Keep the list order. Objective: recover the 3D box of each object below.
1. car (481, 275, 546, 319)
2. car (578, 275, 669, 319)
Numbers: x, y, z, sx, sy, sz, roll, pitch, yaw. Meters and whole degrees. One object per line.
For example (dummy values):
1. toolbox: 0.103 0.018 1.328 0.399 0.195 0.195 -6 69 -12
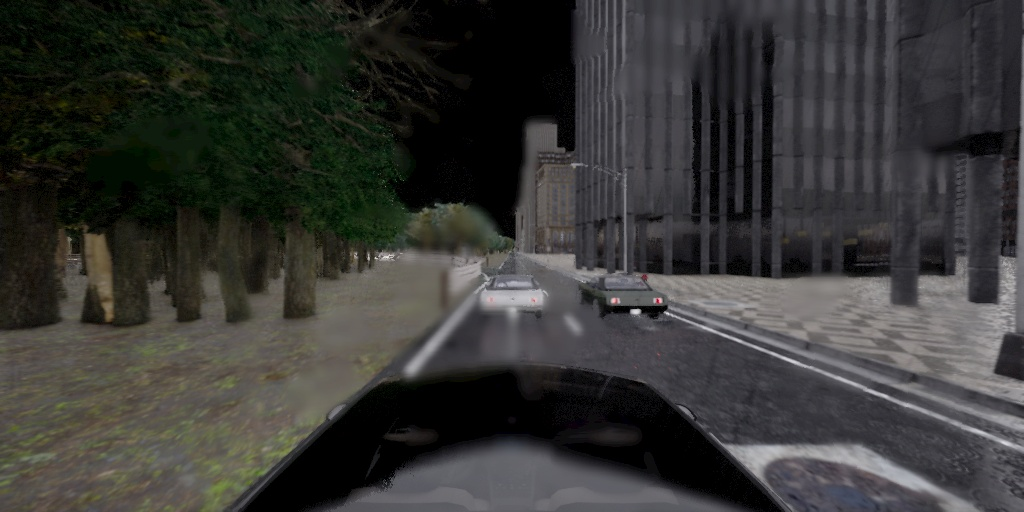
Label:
1. car: 0.063 1.295 12.508 1.895 1.301 4.718 0 0 1
2. car: 3.560 1.296 12.479 1.895 1.301 4.718 0 0 0
